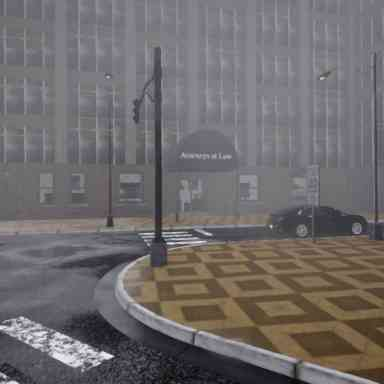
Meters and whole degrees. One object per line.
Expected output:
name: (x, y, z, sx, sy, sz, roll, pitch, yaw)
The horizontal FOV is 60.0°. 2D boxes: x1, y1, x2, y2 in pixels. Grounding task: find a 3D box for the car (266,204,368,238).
car: (6.012, 1.321, 15.951, 4.892, 1.490, 1.837, 0, 0, -14)
